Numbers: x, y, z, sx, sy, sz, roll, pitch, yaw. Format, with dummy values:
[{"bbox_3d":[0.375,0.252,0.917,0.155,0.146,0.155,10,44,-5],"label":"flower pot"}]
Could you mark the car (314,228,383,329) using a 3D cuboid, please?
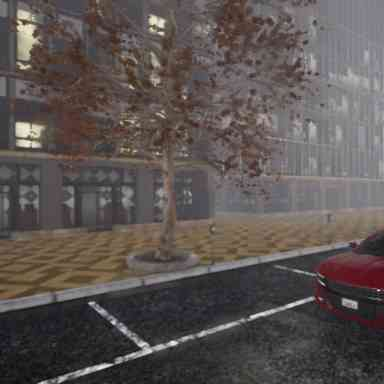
[{"bbox_3d":[4.455,1.425,6.566,5.008,1.535,1.882,0,0,-36],"label":"car"}]
